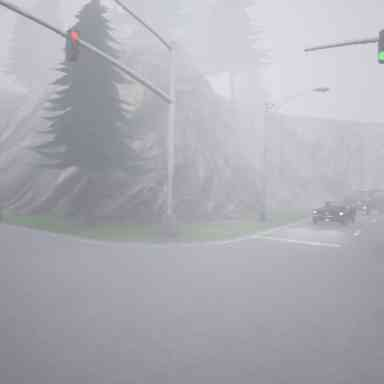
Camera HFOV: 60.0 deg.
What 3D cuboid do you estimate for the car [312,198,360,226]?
[{"bbox_3d":[9.016,1.274,20.931,1.895,1.301,4.718,2,2,34],"label":"car"}]

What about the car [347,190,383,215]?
[{"bbox_3d":[15.378,0.824,29.592,5.566,2.045,2.150,0,2,-43],"label":"car"}]
